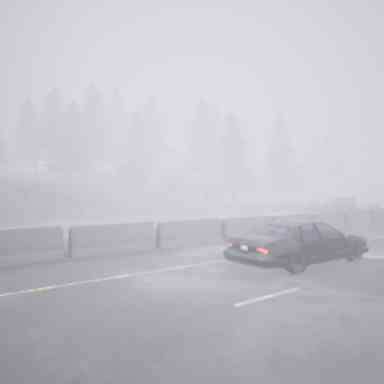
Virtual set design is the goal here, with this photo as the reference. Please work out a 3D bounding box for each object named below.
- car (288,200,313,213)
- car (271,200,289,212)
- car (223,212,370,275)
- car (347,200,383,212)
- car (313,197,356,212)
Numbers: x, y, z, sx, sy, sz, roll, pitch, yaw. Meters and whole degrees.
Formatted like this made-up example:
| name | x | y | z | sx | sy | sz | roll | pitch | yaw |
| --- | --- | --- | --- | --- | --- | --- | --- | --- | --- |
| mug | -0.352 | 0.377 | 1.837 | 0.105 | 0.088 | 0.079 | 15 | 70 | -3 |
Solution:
| name | x | y | z | sx | sy | sz | roll | pitch | yaw |
| --- | --- | --- | --- | --- | --- | --- | --- | --- | --- |
| car | 14.399 | 1.815 | 40.214 | 4.902 | 1.511 | 2.128 | 1 | -1 | -36 |
| car | 12.295 | 1.837 | 43.010 | 4.892 | 1.490 | 1.837 | 1 | -1 | -36 |
| car | 3.479 | 1.585 | 10.584 | 5.357 | 1.411 | 2.033 | 0 | 0 | -35 |
| car | 18.451 | 1.867 | 34.508 | 4.181 | 1.385 | 1.994 | 1 | -1 | -36 |
| car | 16.452 | 1.534 | 37.384 | 5.566 | 2.045 | 2.150 | 1 | -1 | -36 |
